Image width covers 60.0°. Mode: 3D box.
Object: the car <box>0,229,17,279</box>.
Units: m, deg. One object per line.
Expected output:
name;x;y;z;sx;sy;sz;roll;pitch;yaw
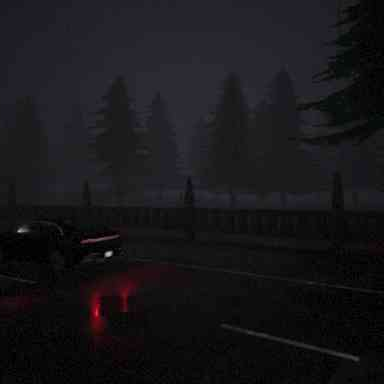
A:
car;-6.930;1.614;8.078;5.357;1.411;2.033;-1;0;29

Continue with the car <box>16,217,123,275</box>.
car;-4.427;1.544;10.586;4.902;1.511;2.128;-1;0;31
